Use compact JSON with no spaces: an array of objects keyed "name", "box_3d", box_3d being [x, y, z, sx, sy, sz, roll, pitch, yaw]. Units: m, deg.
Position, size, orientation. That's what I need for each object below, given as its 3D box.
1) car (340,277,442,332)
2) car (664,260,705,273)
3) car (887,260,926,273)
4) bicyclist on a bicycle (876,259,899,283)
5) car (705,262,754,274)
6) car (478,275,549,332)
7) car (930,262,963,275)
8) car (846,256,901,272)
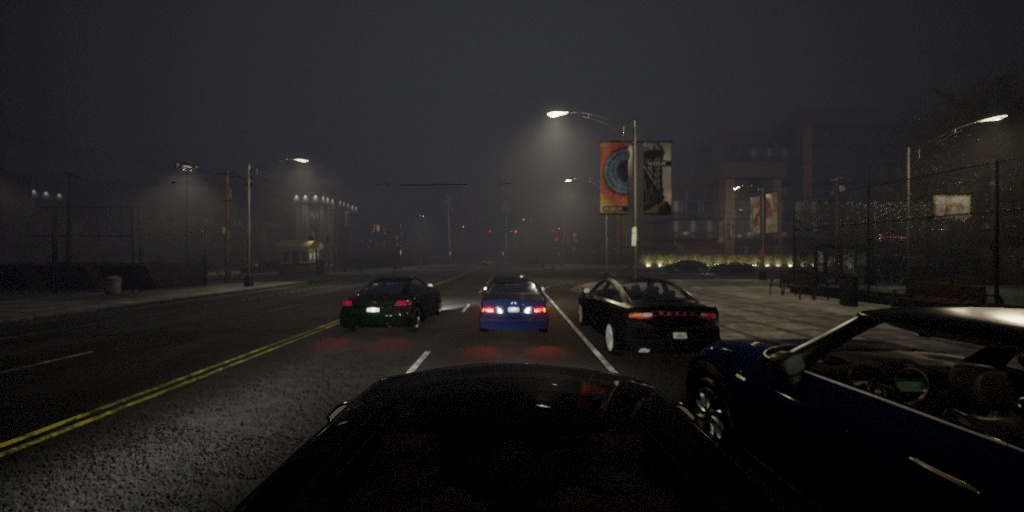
[{"name":"car","box_3d":[-3.444,1.311,10.930,1.994,1.385,4.181,0,0,0]},{"name":"car","box_3d":[20.716,1.239,42.909,4.892,1.490,1.837,0,0,-1]},{"name":"car","box_3d":[44.882,1.336,39.546,4.718,1.301,1.895,0,0,0]},{"name":"bicyclist on a bicycle","box_3d":[26.060,1.042,24.978,0.582,1.620,1.656,0,0,-1]},{"name":"car","box_3d":[24.182,1.299,39.441,4.181,1.385,1.994,0,0,-1]},{"name":"car","box_3d":[0.055,1.294,10.827,2.033,1.411,5.357,0,0,0]},{"name":"car","box_3d":[45.154,1.301,36.046,4.181,1.385,1.994,0,0,-1]},{"name":"car","box_3d":[43.523,0.961,43.044,5.566,2.045,2.150,0,0,0]}]
